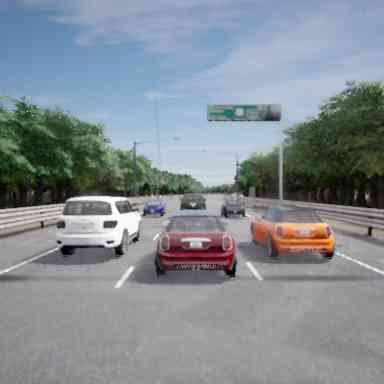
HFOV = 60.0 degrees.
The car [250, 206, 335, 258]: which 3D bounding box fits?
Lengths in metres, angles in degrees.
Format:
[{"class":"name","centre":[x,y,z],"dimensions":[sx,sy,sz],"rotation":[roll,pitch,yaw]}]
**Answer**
[{"class":"car","centre":[3.597,1.320,12.738],"dimensions":[2.097,1.767,4.553],"rotation":[0,0,0]}]

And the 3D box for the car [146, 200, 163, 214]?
[{"class":"car","centre":[-3.407,1.460,30.870],"dimensions":[1.812,1.442,4.674],"rotation":[0,0,0]}]

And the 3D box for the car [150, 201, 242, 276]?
[{"class":"car","centre":[0.098,1.325,10.377],"dimensions":[2.097,1.767,4.553],"rotation":[0,0,0]}]

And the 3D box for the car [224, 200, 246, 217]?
[{"class":"car","centre":[3.593,1.427,29.763],"dimensions":[2.128,1.511,4.902],"rotation":[0,0,0]}]

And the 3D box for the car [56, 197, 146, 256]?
[{"class":"car","centre":[-3.402,1.189,13.114],"dimensions":[2.150,2.045,5.566],"rotation":[0,0,0]}]

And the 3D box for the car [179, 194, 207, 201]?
[{"class":"car","centre":[0.094,1.158,29.010],"dimensions":[2.150,2.045,5.566],"rotation":[0,0,0]}]
